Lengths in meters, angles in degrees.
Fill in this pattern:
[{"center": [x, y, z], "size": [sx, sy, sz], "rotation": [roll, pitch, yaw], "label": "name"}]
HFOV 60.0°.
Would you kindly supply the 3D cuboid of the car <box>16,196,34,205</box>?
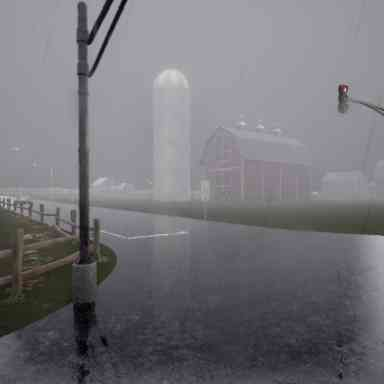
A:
[{"center": [-24.937, 1.244, 49.481], "size": [2.033, 1.411, 5.357], "rotation": [-1, 1, -35], "label": "car"}]
